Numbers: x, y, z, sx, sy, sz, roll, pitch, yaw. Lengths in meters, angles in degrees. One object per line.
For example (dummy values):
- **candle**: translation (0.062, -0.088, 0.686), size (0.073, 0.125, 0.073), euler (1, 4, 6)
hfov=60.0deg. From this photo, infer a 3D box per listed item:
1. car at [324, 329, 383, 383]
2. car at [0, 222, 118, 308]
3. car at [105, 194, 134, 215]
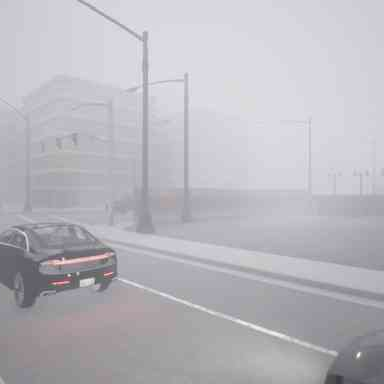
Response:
- **car**: translation (3.197, 1.505, 1.584), size (4.892, 1.490, 1.837), euler (0, 0, 38)
- **car**: translation (-3.646, 1.492, 8.040), size (2.128, 1.511, 4.902), euler (0, 0, -43)
- **car**: translation (-6.290, 1.224, 34.998), size (5.566, 2.045, 2.150), euler (0, 0, -44)
